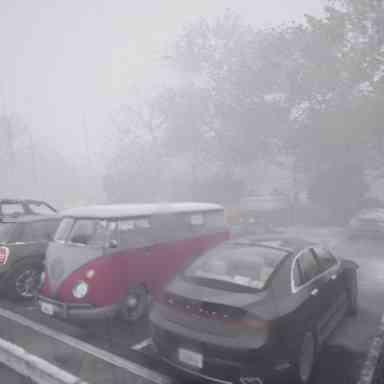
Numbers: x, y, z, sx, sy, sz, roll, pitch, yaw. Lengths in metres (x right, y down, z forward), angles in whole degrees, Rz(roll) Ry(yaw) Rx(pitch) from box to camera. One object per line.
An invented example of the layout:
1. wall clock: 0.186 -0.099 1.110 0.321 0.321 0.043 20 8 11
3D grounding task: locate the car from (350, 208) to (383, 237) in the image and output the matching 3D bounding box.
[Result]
1. car: 8.899 1.508 16.164 2.002 1.452 4.674 0 0 35

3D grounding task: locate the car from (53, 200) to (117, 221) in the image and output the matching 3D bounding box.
1. car: -9.237 1.530 29.100 2.097 1.535 5.008 -1 0 36

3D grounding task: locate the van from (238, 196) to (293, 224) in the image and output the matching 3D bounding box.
1. van: 4.429 1.242 19.494 1.878 1.987 4.442 0 0 35

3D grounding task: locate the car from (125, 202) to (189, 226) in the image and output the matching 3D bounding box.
1. car: -2.433 1.525 24.250 2.002 1.452 4.674 0 0 36

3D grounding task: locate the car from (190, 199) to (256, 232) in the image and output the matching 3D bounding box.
1. car: 2.080 1.346 20.988 2.185 1.767 4.553 0 0 35

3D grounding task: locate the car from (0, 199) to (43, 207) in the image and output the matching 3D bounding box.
1. car: -5.449 1.220 10.365 2.435 2.045 5.566 0 0 36

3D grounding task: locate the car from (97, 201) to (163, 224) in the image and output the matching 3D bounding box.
1. car: -4.700 1.496 25.872 2.097 1.535 5.008 0 0 36

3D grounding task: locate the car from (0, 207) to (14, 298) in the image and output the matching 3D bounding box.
1. car: -3.203 1.342 8.690 2.185 1.767 4.553 0 0 35

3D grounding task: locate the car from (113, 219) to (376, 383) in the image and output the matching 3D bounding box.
1. car: 1.380 1.468 5.457 2.231 1.521 4.892 0 0 35

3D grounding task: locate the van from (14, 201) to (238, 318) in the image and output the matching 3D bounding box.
1. van: -0.968 1.241 6.994 1.878 1.987 4.442 0 0 35
